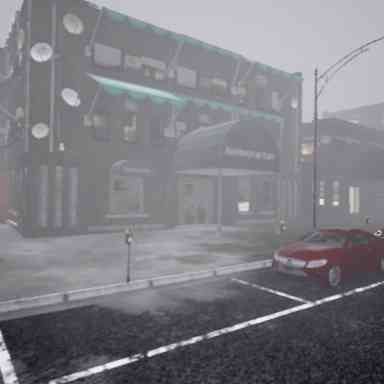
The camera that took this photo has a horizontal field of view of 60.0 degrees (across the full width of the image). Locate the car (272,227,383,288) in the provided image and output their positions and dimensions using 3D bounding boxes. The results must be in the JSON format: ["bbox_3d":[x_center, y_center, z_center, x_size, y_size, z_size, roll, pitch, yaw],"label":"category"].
[{"bbox_3d":[4.120,1.689,9.491,4.206,1.307,1.802,1,0,-35],"label":"car"}]
